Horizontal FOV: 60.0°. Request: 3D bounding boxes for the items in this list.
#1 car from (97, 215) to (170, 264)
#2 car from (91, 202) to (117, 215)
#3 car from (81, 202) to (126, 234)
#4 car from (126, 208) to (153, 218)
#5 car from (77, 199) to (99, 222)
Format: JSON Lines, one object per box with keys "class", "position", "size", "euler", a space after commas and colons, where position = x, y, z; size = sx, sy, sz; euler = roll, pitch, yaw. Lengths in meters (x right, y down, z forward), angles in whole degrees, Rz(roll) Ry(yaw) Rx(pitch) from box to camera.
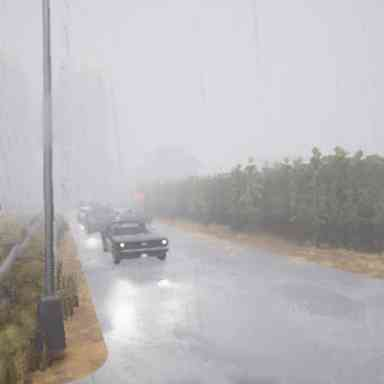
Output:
{"class": "car", "position": [-2.399, 1.847, 13.161], "size": [1.895, 1.301, 4.718], "euler": [-1, -1, -22]}
{"class": "car", "position": [-11.811, 2.094, 44.387], "size": [2.128, 1.511, 4.902], "euler": [0, 0, -30]}
{"class": "car", "position": [-6.087, 1.752, 22.512], "size": [2.097, 1.767, 4.553], "euler": [-1, -1, -22]}
{"class": "car", "position": [-4.777, 2.020, 28.145], "size": [1.895, 1.301, 4.718], "euler": [-1, 0, -22]}
{"class": "car", "position": [-9.940, 1.741, 32.366], "size": [2.150, 2.045, 5.566], "euler": [-1, 0, -21]}
